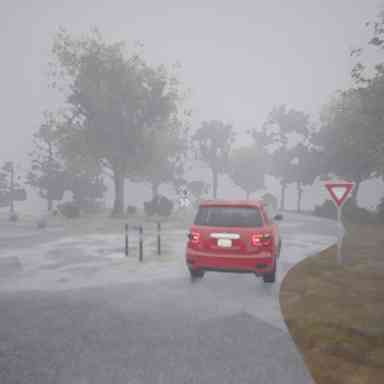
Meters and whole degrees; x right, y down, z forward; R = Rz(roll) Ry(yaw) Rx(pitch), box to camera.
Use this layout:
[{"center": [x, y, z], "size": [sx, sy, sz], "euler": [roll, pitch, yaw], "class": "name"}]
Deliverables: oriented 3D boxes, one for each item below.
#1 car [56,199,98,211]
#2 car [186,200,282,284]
[{"center": [-14.213, 1.585, 41.284], "size": [5.008, 1.535, 1.882], "euler": [0, -1, -35], "class": "car"}, {"center": [1.473, 1.246, 10.011], "size": [2.150, 2.045, 5.566], "euler": [0, 0, 16], "class": "car"}]
